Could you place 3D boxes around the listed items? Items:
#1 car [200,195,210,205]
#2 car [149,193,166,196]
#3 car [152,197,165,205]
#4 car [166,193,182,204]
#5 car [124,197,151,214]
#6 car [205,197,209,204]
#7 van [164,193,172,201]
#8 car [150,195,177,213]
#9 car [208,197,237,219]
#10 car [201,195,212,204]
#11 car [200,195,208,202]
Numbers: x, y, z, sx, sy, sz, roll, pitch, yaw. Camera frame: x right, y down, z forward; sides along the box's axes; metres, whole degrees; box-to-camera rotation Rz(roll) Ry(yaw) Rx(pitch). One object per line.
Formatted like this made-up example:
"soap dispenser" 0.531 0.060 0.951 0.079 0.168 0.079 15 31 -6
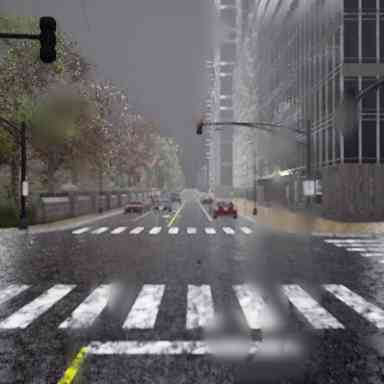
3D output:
"car" 2.649 1.470 56.621 1.947 1.339 4.313 0 0 0
"car" -5.727 1.232 50.935 2.192 1.841 5.009 0 0 0
"car" -5.733 1.487 56.618 1.802 1.307 4.206 0 0 0
"car" -3.054 1.119 60.540 2.150 2.045 5.566 0 0 0
"car" -5.714 1.491 33.887 1.887 1.381 4.507 0 0 0
"car" 2.667 1.511 33.896 1.947 1.339 4.313 0 0 0
"van" -5.749 1.181 79.351 1.690 1.788 3.998 0 0 0
"car" -3.120 1.433 36.261 2.128 1.511 4.902 0 0 0
"car" 2.672 1.394 28.216 1.967 1.590 4.097 0 0 0
"car" 2.645 1.331 62.302 1.967 1.590 4.097 0 0 0
"car" 2.635 1.383 73.837 1.752 1.417 4.829 0 0 0
